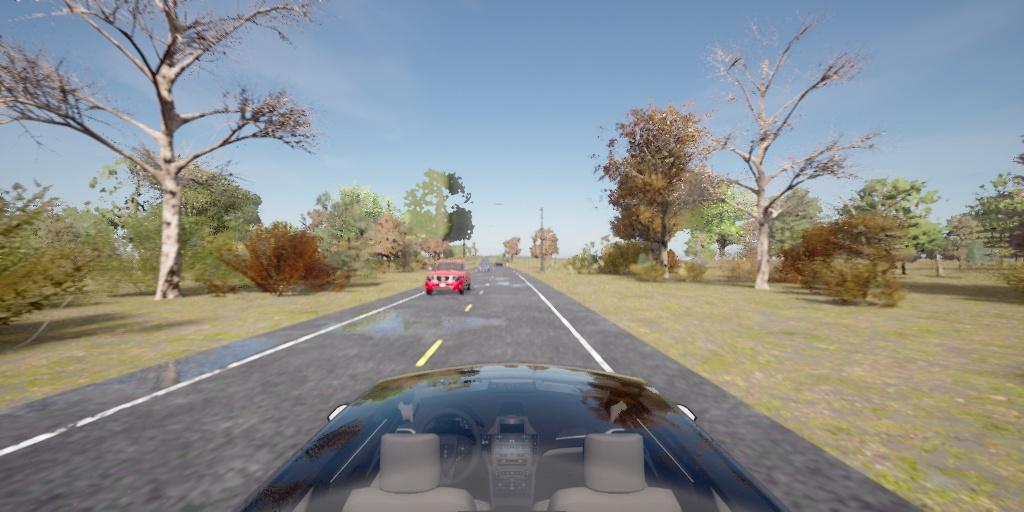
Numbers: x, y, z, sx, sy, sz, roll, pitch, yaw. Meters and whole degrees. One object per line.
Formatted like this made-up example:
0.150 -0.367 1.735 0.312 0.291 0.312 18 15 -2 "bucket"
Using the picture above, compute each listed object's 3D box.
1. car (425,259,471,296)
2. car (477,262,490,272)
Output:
-3.757 1.232 21.969 2.150 2.045 5.566 0 -1 -1 "car"
-4.885 1.879 62.479 2.097 1.767 4.553 0 -1 -2 "car"
